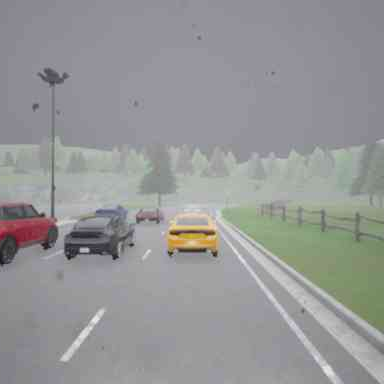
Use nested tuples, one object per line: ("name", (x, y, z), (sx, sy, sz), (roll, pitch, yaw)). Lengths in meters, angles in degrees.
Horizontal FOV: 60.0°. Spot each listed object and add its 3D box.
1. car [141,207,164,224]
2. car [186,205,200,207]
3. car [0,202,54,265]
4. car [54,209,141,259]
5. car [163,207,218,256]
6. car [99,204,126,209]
("car", (-3.434, 1.909, 27.990), (1.895, 1.301, 4.718), (0, -1, 1))
("car", (0.094, 1.841, 28.638), (1.812, 1.442, 4.674), (0, 0, 2))
("car", (-6.984, 1.362, 12.318), (2.150, 2.045, 5.566), (0, 0, 0))
("car", (-3.474, 1.654, 13.239), (1.837, 1.490, 4.892), (0, 0, 0))
("car", (0.032, 1.632, 13.977), (1.882, 1.535, 5.008), (0, 0, 0))
("car", (-6.890, 1.797, 28.982), (1.882, 1.535, 5.008), (0, 0, 2))
